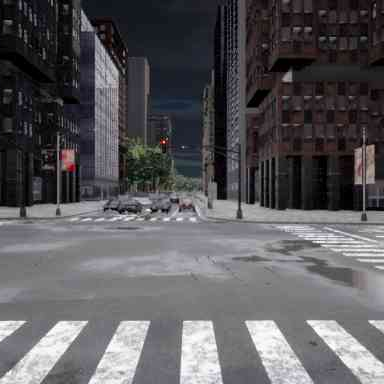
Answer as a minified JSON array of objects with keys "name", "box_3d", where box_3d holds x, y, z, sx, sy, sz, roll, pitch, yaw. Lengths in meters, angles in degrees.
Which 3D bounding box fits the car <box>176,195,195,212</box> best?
[{"name":"car","box_3d":[-0.563,1.448,38.950,1.967,1.590,4.097,0,0,0]}]

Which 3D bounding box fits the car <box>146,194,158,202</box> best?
[{"name":"car","box_3d":[-9.290,1.417,76.889,2.192,1.841,5.009,0,0,0]}]

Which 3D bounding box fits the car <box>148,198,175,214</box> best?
[{"name":"car","box_3d":[-3.246,1.602,35.796,1.895,1.301,4.718,0,0,0]}]

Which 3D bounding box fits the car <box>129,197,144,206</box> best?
[{"name":"car","box_3d":[-9.173,1.570,55.015,1.752,1.417,4.829,0,0,0]}]

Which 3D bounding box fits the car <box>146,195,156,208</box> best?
[{"name":"car","box_3d":[-6.455,1.548,45.266,1.812,1.442,4.674,0,0,0]}]

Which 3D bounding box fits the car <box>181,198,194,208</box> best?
[{"name":"car","box_3d":[-0.620,1.614,49.799,1.802,1.307,4.206,0,0,0]}]

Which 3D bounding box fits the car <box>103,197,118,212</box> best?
[{"name":"car","box_3d":[-9.088,1.574,38.907,1.947,1.339,4.313,0,0,0]}]

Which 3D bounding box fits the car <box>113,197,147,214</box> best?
[{"name":"car","box_3d":[-6.402,1.547,35.040,2.033,1.411,5.357,0,0,0]}]

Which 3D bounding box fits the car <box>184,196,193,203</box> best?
[{"name":"car","box_3d":[-0.736,1.612,71.669,1.752,1.417,4.829,0,0,0]}]

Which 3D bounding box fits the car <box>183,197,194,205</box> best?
[{"name":"car","box_3d":[-0.678,1.603,60.649,1.887,1.381,4.507,0,0,0]}]

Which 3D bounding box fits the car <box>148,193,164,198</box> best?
[{"name":"car","box_3d":[-6.499,1.268,55.909,2.150,2.045,5.566,0,0,-1]}]

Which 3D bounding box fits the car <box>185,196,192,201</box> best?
[{"name":"car","box_3d":[-0.852,1.695,93.199,1.887,1.381,4.507,0,0,0]}]

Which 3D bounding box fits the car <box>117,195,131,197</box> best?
[{"name":"car","box_3d":[-9.118,1.335,44.334,2.192,1.841,5.009,0,0,0]}]

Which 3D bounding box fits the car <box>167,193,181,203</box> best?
[{"name":"car","box_3d":[-3.359,1.546,64.685,1.882,1.535,5.008,0,0,0]}]
